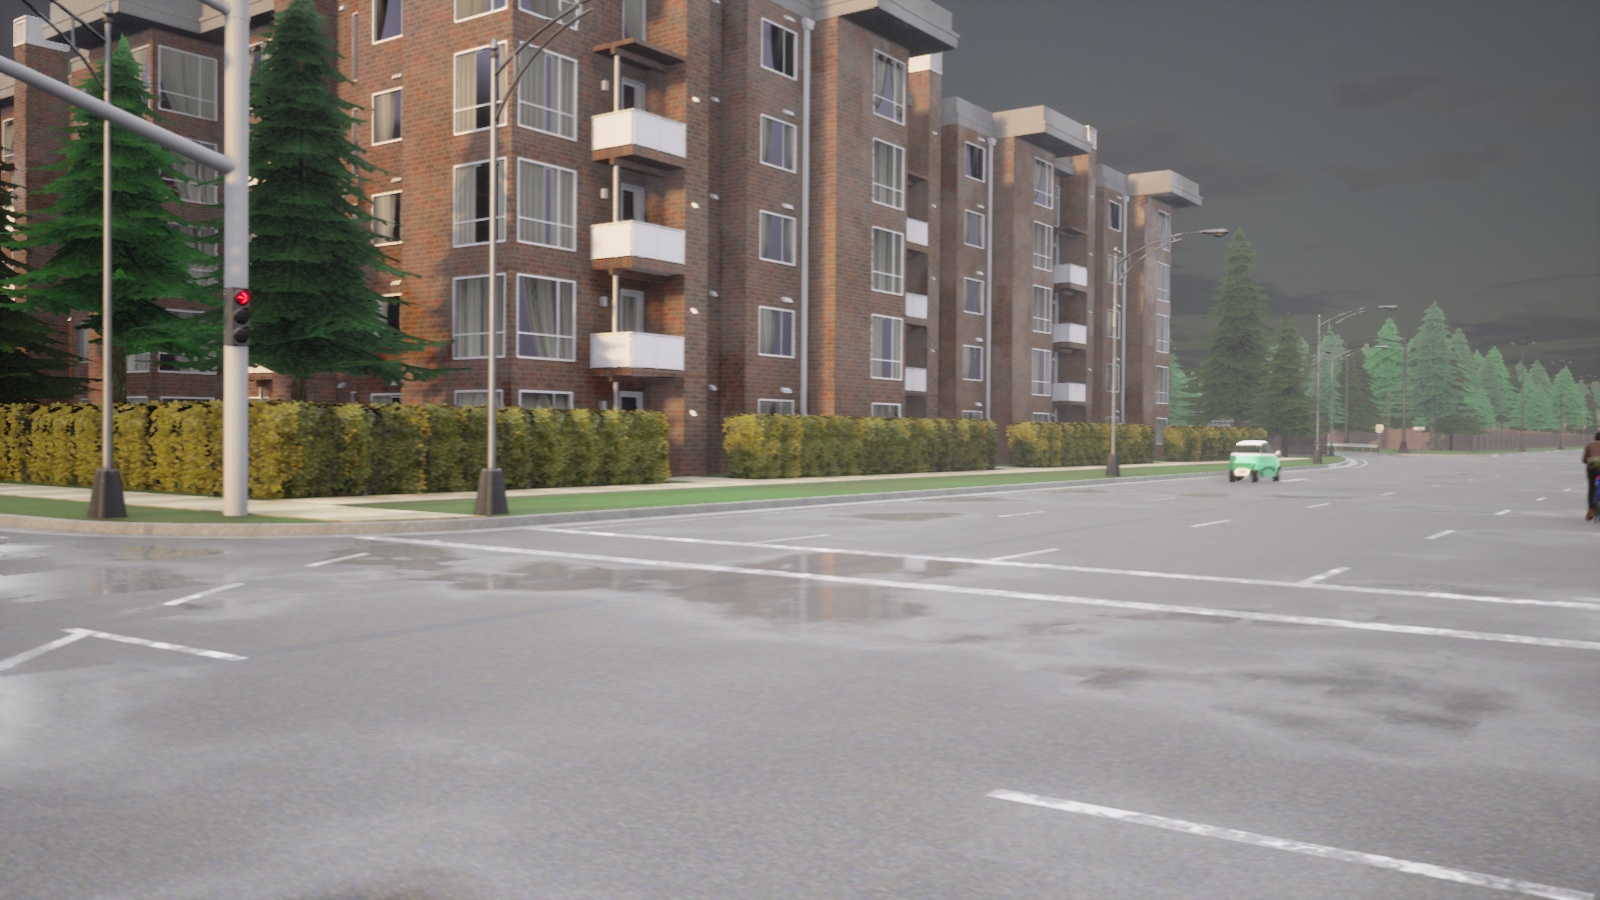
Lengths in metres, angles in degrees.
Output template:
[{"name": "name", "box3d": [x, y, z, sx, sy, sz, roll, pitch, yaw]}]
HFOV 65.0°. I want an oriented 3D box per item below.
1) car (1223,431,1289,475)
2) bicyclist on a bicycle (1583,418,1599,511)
[{"name": "car", "box3d": [14.998, 0.083, 41.249, 1.481, 1.376, 2.207, 0, 1, 36]}, {"name": "bicyclist on a bicycle", "box3d": [14.495, 0.242, 22.597, 0.582, 1.620, 1.656, 0, 1, 36]}]
